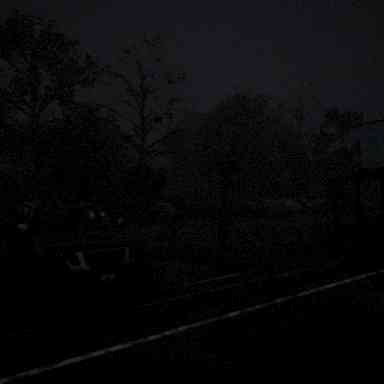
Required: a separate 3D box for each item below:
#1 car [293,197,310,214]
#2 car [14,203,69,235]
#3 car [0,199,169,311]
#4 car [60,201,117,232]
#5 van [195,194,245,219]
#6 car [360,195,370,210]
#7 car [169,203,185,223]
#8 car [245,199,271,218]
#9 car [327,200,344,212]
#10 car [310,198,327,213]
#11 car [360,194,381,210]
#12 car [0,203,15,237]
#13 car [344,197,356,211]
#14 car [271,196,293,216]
[{"bbox_3d":[8.864,1.439,33.010,2.002,1.452,4.674,0,0,-36],"label":"car"},{"bbox_3d":[-9.224,1.504,20.129,2.163,1.488,4.792,0,0,-36],"label":"car"},{"bbox_3d":[-3.140,1.229,8.331,2.435,2.045,5.566,0,0,-36],"label":"car"},{"bbox_3d":[-6.841,1.462,21.567,1.946,1.575,5.366,0,0,-36],"label":"car"},{"bbox_3d":[2.017,1.201,28.266,1.878,1.987,4.442,0,0,-36],"label":"van"},{"bbox_3d":[17.879,1.395,39.487,2.163,1.488,4.792,0,0,-36],"label":"car"},{"bbox_3d":[-2.414,1.475,24.922,2.163,1.488,4.792,0,0,-36],"label":"car"},{"bbox_3d":[4.346,1.457,29.781,2.002,1.452,4.674,0,0,-36],"label":"car"},{"bbox_3d":[13.376,1.382,36.243,2.097,1.535,5.008,0,0,-36],"label":"car"},{"bbox_3d":[11.102,1.265,34.650,2.185,1.767,4.553,0,0,-36],"label":"car"},{"bbox_3d":[20.261,1.355,40.924,1.946,1.575,5.366,0,0,-36],"label":"car"},{"bbox_3d":[-11.469,1.485,18.498,2.231,1.521,4.892,0,0,-36],"label":"car"},{"bbox_3d":[15.641,1.375,37.846,2.231,1.521,4.892,0,0,-36],"label":"car"},{"bbox_3d":[6.607,1.408,31.394,2.097,1.535,5.008,0,0,-36],"label":"car"}]
